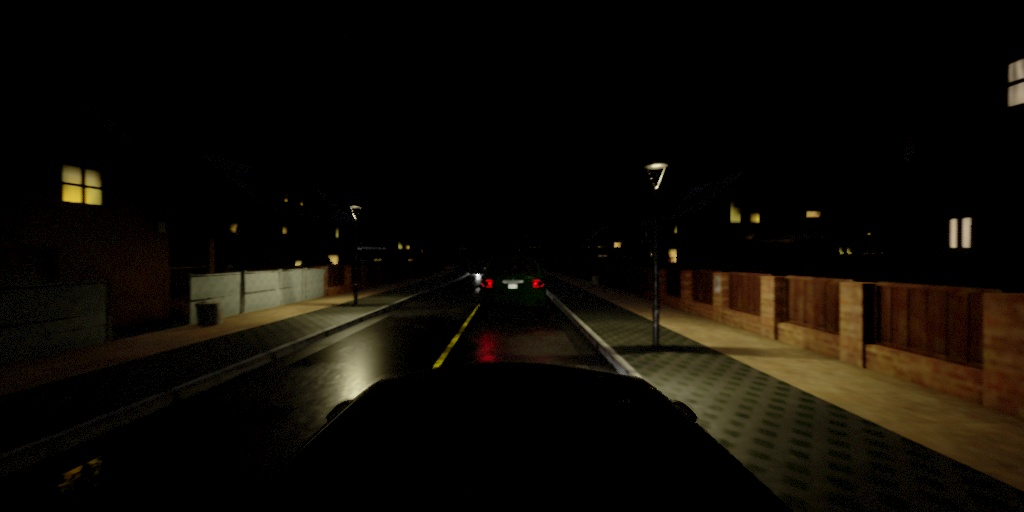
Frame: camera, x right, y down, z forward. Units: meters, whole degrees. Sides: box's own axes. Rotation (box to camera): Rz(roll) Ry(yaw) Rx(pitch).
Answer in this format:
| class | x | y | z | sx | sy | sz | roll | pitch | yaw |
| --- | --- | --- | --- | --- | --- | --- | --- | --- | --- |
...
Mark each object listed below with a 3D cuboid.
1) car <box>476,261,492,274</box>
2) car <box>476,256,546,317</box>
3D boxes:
| class | x | y | z | sx | sy | sz | roll | pitch | yaw |
| --- | --- | --- | --- | --- | --- | --- | --- | --- | --- |
| car | -3.490 | 1.418 | 45.237 | 1.837 | 1.490 | 4.892 | 0 | -1 | -4 |
| car | 0.042 | 1.003 | 13.465 | 2.150 | 2.045 | 5.566 | 0 | 0 | 0 |
